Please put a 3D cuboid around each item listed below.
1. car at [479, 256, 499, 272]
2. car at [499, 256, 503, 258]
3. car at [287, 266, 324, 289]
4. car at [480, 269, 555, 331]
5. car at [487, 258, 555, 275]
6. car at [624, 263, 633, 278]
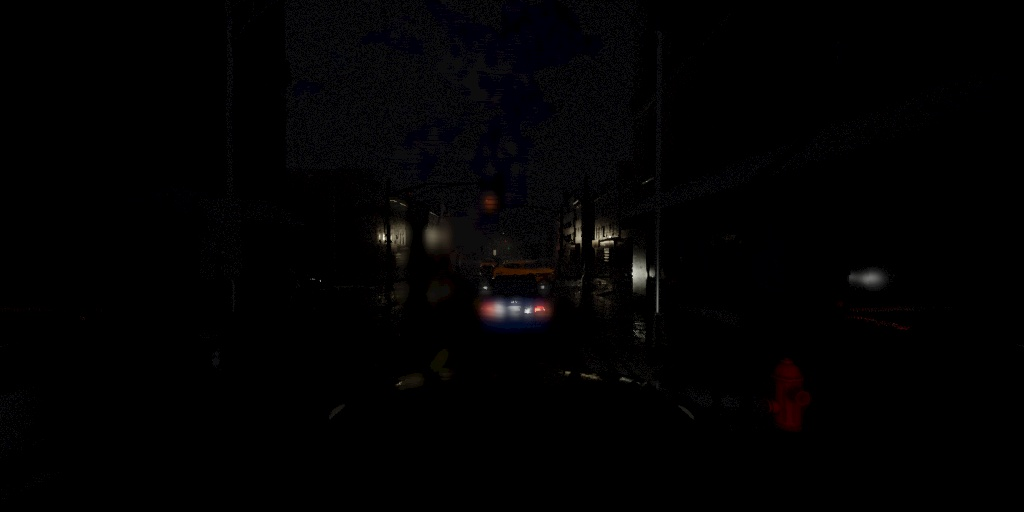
[{"bbox_3d":[-2.850,1.049,43.157,1.882,1.535,5.008,0,0,0],"label":"car"},{"bbox_3d":[-2.847,0.969,57.400,1.837,1.490,4.892,0,2,0],"label":"car"},{"bbox_3d":[-14.800,1.375,23.102,4.892,1.490,1.837,0,1,-2],"label":"car"},{"bbox_3d":[0.088,1.285,10.842,2.033,1.411,5.357,0,0,0],"label":"car"},{"bbox_3d":[0.773,1.123,25.288,1.882,1.535,5.008,-4,2,-44],"label":"car"},{"bbox_3d":[10.572,0.730,26.162,4.553,1.767,2.097,-2,1,1],"label":"car"}]
